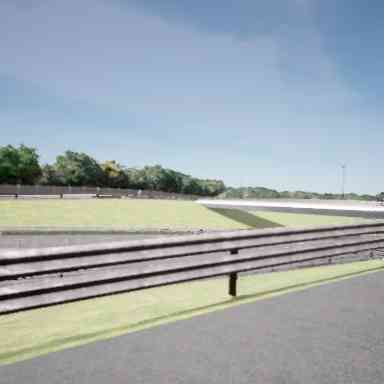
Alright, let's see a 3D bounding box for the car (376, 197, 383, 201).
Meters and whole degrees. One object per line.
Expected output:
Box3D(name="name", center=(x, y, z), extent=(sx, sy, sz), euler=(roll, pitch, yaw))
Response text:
Box3D(name="car", center=(37.814, 2.011, 63.000), extent=(5.566, 2.045, 2.150), euler=(1, -2, 43))
